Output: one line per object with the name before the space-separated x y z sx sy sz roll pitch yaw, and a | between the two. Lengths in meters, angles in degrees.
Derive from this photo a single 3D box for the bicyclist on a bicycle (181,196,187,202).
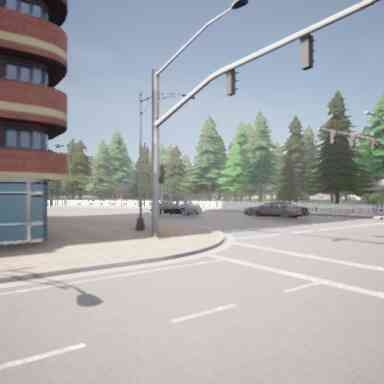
bicyclist on a bicycle | -0.940 1.269 42.201 0.582 1.620 1.656 0 0 26

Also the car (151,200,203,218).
car | -1.372 1.451 29.457 4.902 1.511 2.128 0 0 33

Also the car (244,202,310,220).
car | 6.984 1.514 27.763 5.357 1.411 2.033 0 0 42
